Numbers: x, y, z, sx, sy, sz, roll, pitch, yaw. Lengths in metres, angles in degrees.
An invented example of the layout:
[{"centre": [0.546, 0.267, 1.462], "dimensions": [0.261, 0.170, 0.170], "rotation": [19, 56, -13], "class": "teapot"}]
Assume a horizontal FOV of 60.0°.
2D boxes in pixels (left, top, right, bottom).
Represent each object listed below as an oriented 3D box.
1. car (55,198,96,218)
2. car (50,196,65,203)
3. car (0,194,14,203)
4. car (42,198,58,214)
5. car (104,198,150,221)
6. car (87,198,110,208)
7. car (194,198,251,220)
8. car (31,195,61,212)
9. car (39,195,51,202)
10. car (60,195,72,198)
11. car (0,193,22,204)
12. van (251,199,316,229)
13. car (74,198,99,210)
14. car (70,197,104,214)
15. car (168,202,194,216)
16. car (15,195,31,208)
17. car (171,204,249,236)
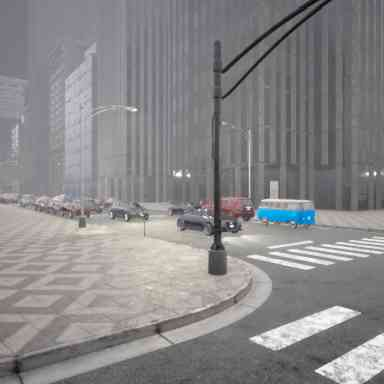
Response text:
[{"centre": [-10.787, 1.572, 30.584], "dimensions": [1.887, 1.381, 4.507], "rotation": [0, 0, -36], "class": "car"}, {"centre": [-27.305, 1.512, 67.599], "dimensions": [1.752, 1.417, 4.829], "rotation": [0, 0, -36], "class": "car"}, {"centre": [-37.428, 1.286, 66.995], "dimensions": [2.192, 1.841, 5.009], "rotation": [0, 0, -36], "class": "car"}, {"centre": [-14.117, 1.606, 35.135], "dimensions": [1.802, 1.307, 4.206], "rotation": [0, 0, -36], "class": "car"}, {"centre": [-5.217, 1.536, 27.321], "dimensions": [1.837, 1.490, 4.892], "rotation": [0, 0, -36], "class": "car"}, {"centre": [-13.884, 1.602, 49.254], "dimensions": [1.802, 1.307, 4.206], "rotation": [0, 0, -36], "class": "car"}, {"centre": [2.769, 1.352, 26.495], "dimensions": [2.192, 1.841, 5.009], "rotation": [0, 0, -36], "class": "car"}, {"centre": [-17.448, 1.461, 39.687], "dimensions": [1.967, 1.590, 4.097], "rotation": [0, 0, -36], "class": "car"}, {"centre": [-33.981, 1.482, 76.733], "dimensions": [1.752, 1.417, 4.829], "rotation": [0, 0, -35], "class": "car"}, {"centre": [-20.436, 1.576, 53.368], "dimensions": [1.994, 1.385, 4.181], "rotation": [0, 0, -36], "class": "car"}, {"centre": [-34.097, 1.299, 62.443], "dimensions": [2.192, 1.841, 5.009], "rotation": [0, 0, -36], "class": "car"}, {"centre": [6.100, 1.379, 21.943], "dimensions": [1.690, 1.788, 3.998], "rotation": [0, 0, -36], "class": "van"}, {"centre": [-14.425, 1.547, 45.241], "dimensions": [1.812, 1.442, 4.674], "rotation": [0, 0, -36], "class": "car"}, {"centre": [-11.154, 1.530, 35.452], "dimensions": [1.837, 1.490, 4.892], "rotation": [0, 0, -36], "class": "car"}, {"centre": [-0.561, 1.599, 31.047], "dimensions": [1.947, 1.339, 4.313], "rotation": [0, 0, -36], "class": "car"}, {"centre": [-24.108, 1.562, 48.789], "dimensions": [2.008, 1.369, 4.403], "rotation": [0, 0, -36], "class": "car"}, {"centre": [0.903, 1.600, 18.956], "dimensions": [1.994, 1.385, 4.181], "rotation": [0, 0, -36], "class": "car"}]
